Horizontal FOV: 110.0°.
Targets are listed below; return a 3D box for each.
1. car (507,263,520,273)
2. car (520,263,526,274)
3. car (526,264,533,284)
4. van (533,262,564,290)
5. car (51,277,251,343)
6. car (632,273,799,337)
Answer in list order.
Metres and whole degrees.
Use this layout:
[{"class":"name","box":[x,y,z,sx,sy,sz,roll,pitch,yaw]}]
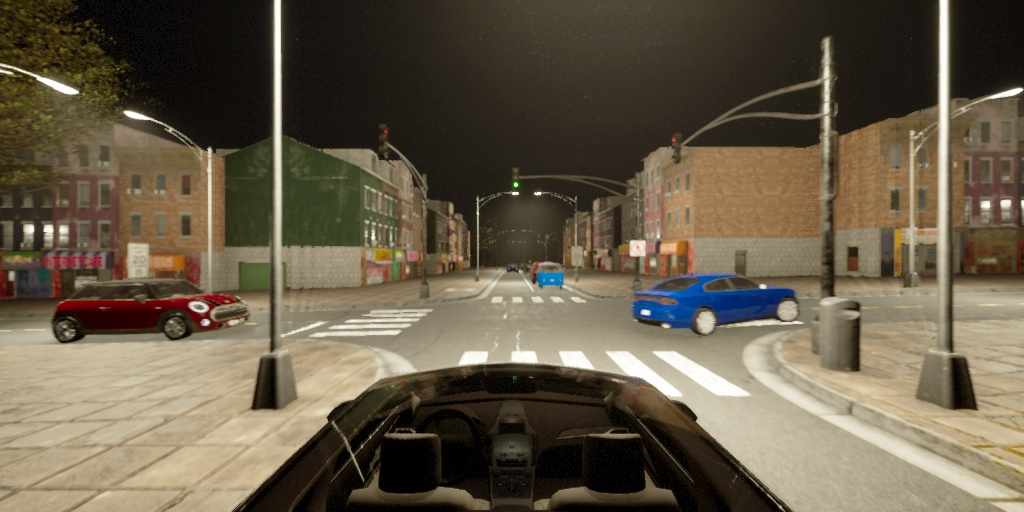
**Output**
[{"class":"car","box":[0.137,2.053,55.939,1.895,1.301,4.718,0,-1,0]},{"class":"car","box":[2.670,1.954,52.484,2.007,1.370,4.403,0,0,0]},{"class":"car","box":[2.656,1.427,30.861,2.192,1.841,5.009,0,0,0]},{"class":"van","box":[2.652,1.384,25.455,1.690,1.789,3.998,0,0,0]},{"class":"car","box":[-10.640,1.476,10.841,4.553,1.767,2.097,-2,0,0]},{"class":"car","box":[5.856,1.220,10.309,5.008,1.535,1.882,-3,-2,-20]}]
